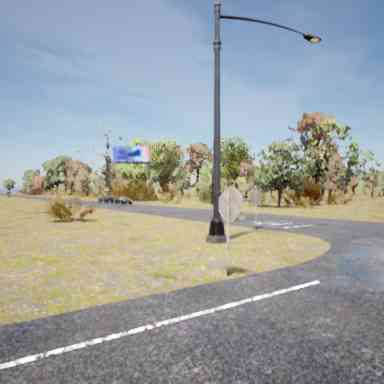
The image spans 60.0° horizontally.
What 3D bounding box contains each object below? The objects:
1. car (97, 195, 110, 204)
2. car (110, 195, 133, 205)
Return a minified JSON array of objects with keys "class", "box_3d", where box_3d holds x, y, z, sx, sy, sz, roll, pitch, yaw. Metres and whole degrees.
[{"class":"car","box_3d":[-15.878,1.330,61.198,1.837,1.490,4.892,0,0,-34]},{"class":"car","box_3d":[-11.352,1.441,54.479,1.895,1.301,4.718,0,0,-33]}]
